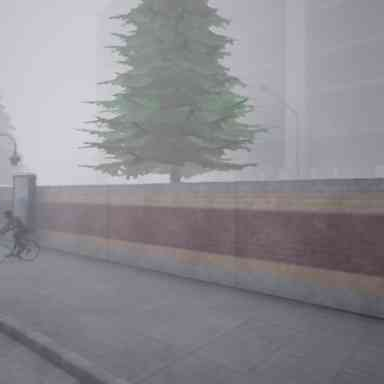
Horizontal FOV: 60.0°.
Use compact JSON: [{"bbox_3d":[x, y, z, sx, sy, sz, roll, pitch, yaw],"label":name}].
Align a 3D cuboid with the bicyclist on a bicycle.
[{"bbox_3d":[-5.402,1.365,10.030,0.582,1.620,1.656,0,-2,39],"label":"bicyclist on a bicycle"}]
